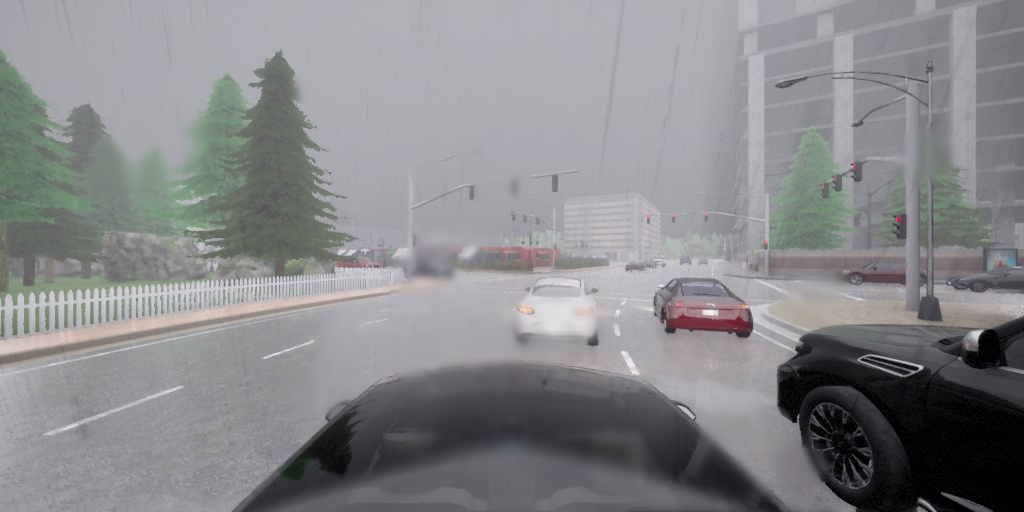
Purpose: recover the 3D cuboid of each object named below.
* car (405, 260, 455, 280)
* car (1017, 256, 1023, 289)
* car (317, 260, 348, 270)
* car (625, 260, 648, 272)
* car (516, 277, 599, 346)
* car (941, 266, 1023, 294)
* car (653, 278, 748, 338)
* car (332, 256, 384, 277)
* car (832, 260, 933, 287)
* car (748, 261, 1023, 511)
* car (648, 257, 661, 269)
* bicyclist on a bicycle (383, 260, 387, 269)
[{"bbox_3d":[-7.306,1.157,31.952,4.553,1.767,2.097,0,0,30],"label":"car"},{"bbox_3d":[34.261,1.027,20.651,5.566,2.045,2.150,0,0,30],"label":"car"},{"bbox_3d":[-28.084,1.309,56.061,4.892,1.490,1.837,0,0,30],"label":"car"},{"bbox_3d":[16.174,1.351,47.073,1.895,1.301,4.718,0,0,29],"label":"car"},{"bbox_3d":[1.279,1.276,9.421,1.812,1.442,4.674,0,0,11],"label":"car"},{"bbox_3d":[28.011,1.331,20.151,4.674,1.442,1.812,0,0,29],"label":"car"},{"bbox_3d":[5.301,1.314,10.427,1.994,1.385,4.181,0,0,17],"label":"car"},{"bbox_3d":[-15.646,1.027,36.692,5.566,2.045,2.150,0,0,30],"label":"car"},{"bbox_3d":[25.926,1.157,25.385,4.553,1.767,2.097,0,0,30],"label":"car"},{"bbox_3d":[3.737,0.971,1.199,2.150,2.045,5.566,0,0,0],"label":"car"},{"bbox_3d":[22.045,1.298,57.552,2.033,1.411,5.357,0,0,30],"label":"car"},{"bbox_3d":[-15.714,1.258,44.291,0.582,1.620,1.656,0,0,-22],"label":"bicyclist on a bicycle"}]
